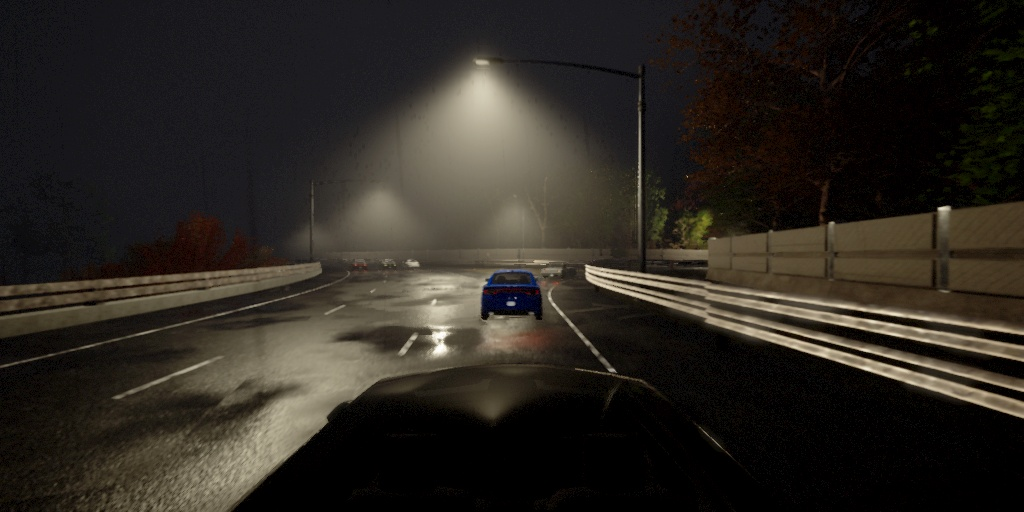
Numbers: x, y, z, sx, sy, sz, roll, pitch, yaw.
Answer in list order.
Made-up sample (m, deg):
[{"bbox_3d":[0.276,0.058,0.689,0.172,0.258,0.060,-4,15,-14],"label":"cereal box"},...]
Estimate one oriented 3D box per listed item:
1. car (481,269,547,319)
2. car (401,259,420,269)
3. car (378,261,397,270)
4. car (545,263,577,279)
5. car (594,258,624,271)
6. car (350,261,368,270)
[{"bbox_3d":[0.041,1.212,12.716,1.882,1.535,5.008,0,0,2],"label":"car"},{"bbox_3d":[-15.008,1.212,53.017,1.812,1.442,4.674,0,0,-29],"label":"car"},{"bbox_3d":[-17.686,1.292,50.768,1.895,1.301,4.718,0,0,-29],"label":"car"},{"bbox_3d":[4.328,1.304,31.862,1.895,1.301,4.718,0,0,27],"label":"car"},{"bbox_3d":[11.127,1.037,41.367,2.097,1.767,4.553,0,0,43],"label":"car"},{"bbox_3d":[-21.954,1.295,51.168,1.895,1.301,4.718,0,0,-31],"label":"car"}]
